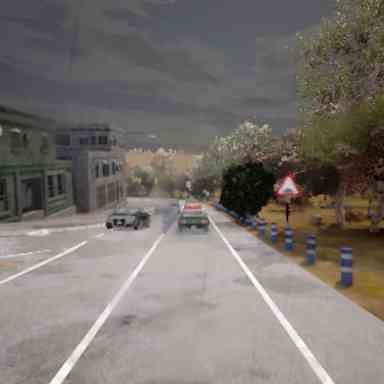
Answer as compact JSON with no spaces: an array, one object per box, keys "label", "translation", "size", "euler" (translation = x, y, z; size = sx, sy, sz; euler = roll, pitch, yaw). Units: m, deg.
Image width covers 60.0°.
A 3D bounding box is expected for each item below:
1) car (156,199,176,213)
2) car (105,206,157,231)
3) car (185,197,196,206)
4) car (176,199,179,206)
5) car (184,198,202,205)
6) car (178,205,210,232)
[{"label":"car","translation":[-3.319,1.835,39.925],"size":[1.812,1.442,4.674],"euler":[0,0,0]},{"label":"car","translation":[-3.959,1.681,21.468],"size":[1.994,1.385,4.181],"euler":[1,-2,9]},{"label":"car","translation":[-0.342,1.884,65.657],"size":[1.837,1.490,4.892],"euler":[0,1,-5]},{"label":"car","translation":[-3.349,2.008,61.035],"size":[1.994,1.385,4.181],"euler":[0,0,-1]},{"label":"car","translation":[0.120,1.659,39.426],"size":[2.097,1.767,4.553],"euler":[0,0,0]},{"label":"car","translation":[0.111,1.768,21.521],"size":[1.895,1.301,4.718],"euler":[0,0,0]}]
